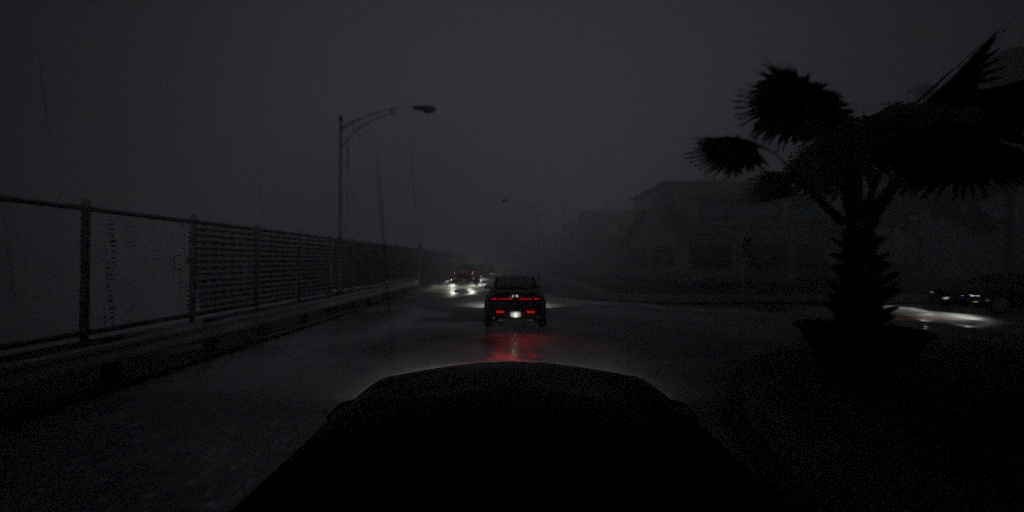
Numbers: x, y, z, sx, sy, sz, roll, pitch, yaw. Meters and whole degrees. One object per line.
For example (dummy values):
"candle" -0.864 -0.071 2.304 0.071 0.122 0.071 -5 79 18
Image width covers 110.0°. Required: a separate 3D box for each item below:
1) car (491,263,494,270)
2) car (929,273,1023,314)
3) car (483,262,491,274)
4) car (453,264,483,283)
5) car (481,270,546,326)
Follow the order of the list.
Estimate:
"car" -4.054 1.847 58.450 2.097 1.767 4.553 0 -1 0
"car" 19.602 1.420 14.205 4.892 1.490 1.837 0 -1 0
"car" -4.090 1.794 43.990 2.128 1.511 4.902 0 0 0
"car" -4.095 1.510 32.784 2.097 1.767 4.553 0 -1 0
"car" 0.099 1.393 12.265 1.837 1.490 4.892 0 -1 0
